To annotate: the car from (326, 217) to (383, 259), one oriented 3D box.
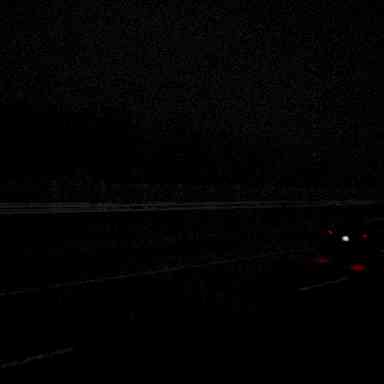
[{"bbox_3d":[7.269,1.695,13.321,4.181,1.385,1.994,1,0,-35],"label":"car"}]
